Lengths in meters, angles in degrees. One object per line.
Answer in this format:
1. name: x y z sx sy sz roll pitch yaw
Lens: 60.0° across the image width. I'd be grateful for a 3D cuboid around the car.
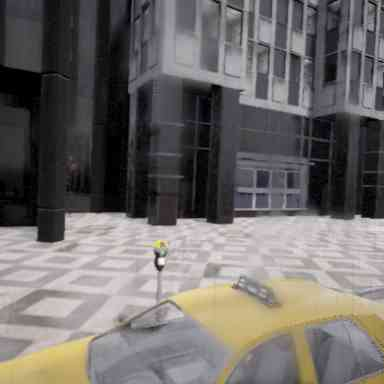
1. car: 0.270 1.422 2.652 4.829 1.417 1.752 1 3 -28
